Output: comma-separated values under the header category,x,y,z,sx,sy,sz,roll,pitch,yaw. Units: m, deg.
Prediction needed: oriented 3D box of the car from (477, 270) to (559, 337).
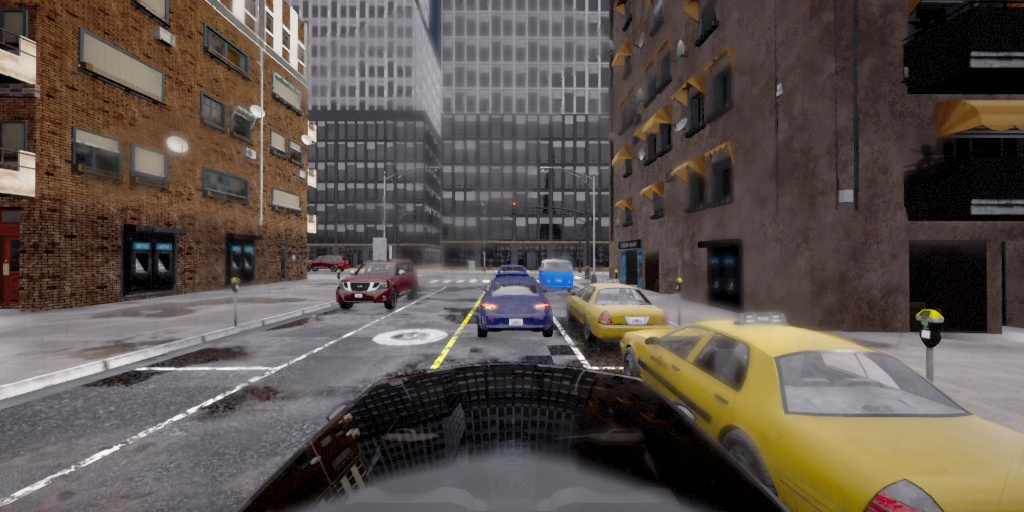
category,x,y,z,sx,sy,sz,roll,pitch,yaw
car,0.062,1.277,10.129,1.812,1.442,4.674,0,0,-1

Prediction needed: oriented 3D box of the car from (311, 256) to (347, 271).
category,x,y,z,sx,sy,sz,roll,pitch,yaw
car,-21.090,0.862,40.550,5.009,1.841,2.192,0,0,-1

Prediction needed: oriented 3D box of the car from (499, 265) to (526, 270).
category,x,y,z,sx,sy,sz,roll,pitch,yaw
car,0.009,1.232,20.390,1.882,1.535,5.008,0,0,0

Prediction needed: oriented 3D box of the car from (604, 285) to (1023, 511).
category,x,y,z,sx,sy,sz,roll,pitch,yaw
car,2.565,1.276,3.970,1.751,1.417,4.829,0,0,0

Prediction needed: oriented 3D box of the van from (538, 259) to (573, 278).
category,x,y,z,sx,sy,sz,roll,pitch,yaw
van,2.470,1.096,20.721,1.690,1.789,3.998,0,0,0

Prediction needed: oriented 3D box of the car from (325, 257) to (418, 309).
category,x,y,z,sx,sy,sz,roll,pitch,yaw
car,-5.378,1.068,15.037,2.192,1.841,5.009,0,0,0

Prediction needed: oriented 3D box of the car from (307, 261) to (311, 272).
category,x,y,z,sx,sy,sz,roll,pitch,yaw
car,-21.003,1.083,32.411,4.207,1.307,1.802,0,0,-1

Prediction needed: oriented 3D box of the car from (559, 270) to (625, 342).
category,x,y,z,sx,sy,sz,roll,pitch,yaw
car,2.533,1.277,9.611,1.751,1.417,4.829,0,0,0
